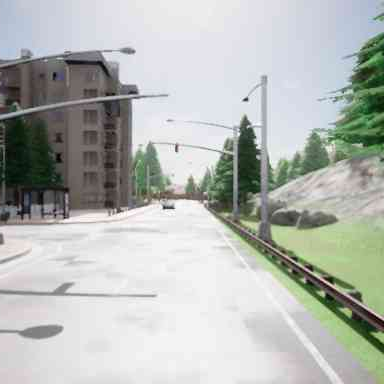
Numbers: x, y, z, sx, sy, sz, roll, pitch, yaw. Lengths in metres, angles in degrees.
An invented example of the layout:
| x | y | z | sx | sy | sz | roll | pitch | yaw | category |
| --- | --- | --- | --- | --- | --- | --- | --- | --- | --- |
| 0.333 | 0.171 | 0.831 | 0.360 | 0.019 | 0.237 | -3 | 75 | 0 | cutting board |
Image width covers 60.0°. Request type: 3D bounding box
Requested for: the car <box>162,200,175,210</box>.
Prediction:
| x | y | z | sx | sy | sz | roll | pitch | yaw | category |
| --- | --- | --- | --- | --- | --- | --- | --- | --- | --- |
| -3.501 | 2.001 | 50.937 | 2.033 | 1.411 | 5.357 | 0 | 0 | 0 | car |
